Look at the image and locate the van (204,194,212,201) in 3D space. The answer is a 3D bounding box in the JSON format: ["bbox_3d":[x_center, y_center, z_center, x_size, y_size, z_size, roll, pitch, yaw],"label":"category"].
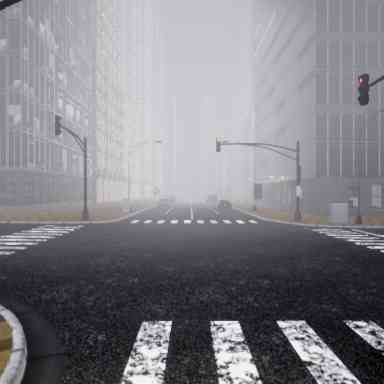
[{"bbox_3d":[3.775,1.320,80.476,1.690,1.788,3.998,0,0,0],"label":"van"}]

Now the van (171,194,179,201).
[{"bbox_3d":[-4.105,1.321,80.448,1.690,1.788,3.998,0,0,0],"label":"van"}]

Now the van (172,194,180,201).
[{"bbox_3d":[-4.124,1.314,85.976,1.690,1.788,3.998,0,0,0],"label":"van"}]

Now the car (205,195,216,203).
[{"bbox_3d":[3.814,1.432,69.421,1.967,1.590,4.097,0,0,0],"label":"car"}]

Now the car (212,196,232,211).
[{"bbox_3d":[3.959,1.579,41.784,1.947,1.339,4.313,0,0,0],"label":"car"}]

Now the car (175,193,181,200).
[{"bbox_3d":[-4.086,1.426,74.921,1.967,1.590,4.097,0,0,0],"label":"car"}]

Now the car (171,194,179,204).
[{"bbox_3d":[-4.047,1.563,63.866,1.947,1.339,4.313,0,0,0],"label":"car"}]

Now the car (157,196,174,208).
[{"bbox_3d":[-3.990,1.592,47.283,1.802,1.307,4.206,0,0,0],"label":"car"}]

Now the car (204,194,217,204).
[{"bbox_3d":[3.833,1.312,63.892,2.192,1.841,5.009,0,0,0],"label":"car"}]
